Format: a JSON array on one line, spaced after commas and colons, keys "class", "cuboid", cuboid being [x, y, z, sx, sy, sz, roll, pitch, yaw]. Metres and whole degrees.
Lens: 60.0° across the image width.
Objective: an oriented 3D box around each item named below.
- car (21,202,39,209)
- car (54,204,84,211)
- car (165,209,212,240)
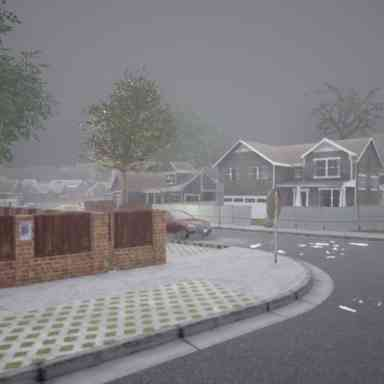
[{"class": "car", "cuboid": [-22.398, 2.147, 45.813, 1.812, 1.442, 4.674, 1, -1, -29]}, {"class": "car", "cuboid": [-10.433, 1.825, 28.332, 1.882, 1.535, 5.008, 1, -1, -40]}, {"class": "car", "cuboid": [-1.027, 1.710, 18.461, 4.674, 1.442, 1.812, 0, -1, 43]}]
